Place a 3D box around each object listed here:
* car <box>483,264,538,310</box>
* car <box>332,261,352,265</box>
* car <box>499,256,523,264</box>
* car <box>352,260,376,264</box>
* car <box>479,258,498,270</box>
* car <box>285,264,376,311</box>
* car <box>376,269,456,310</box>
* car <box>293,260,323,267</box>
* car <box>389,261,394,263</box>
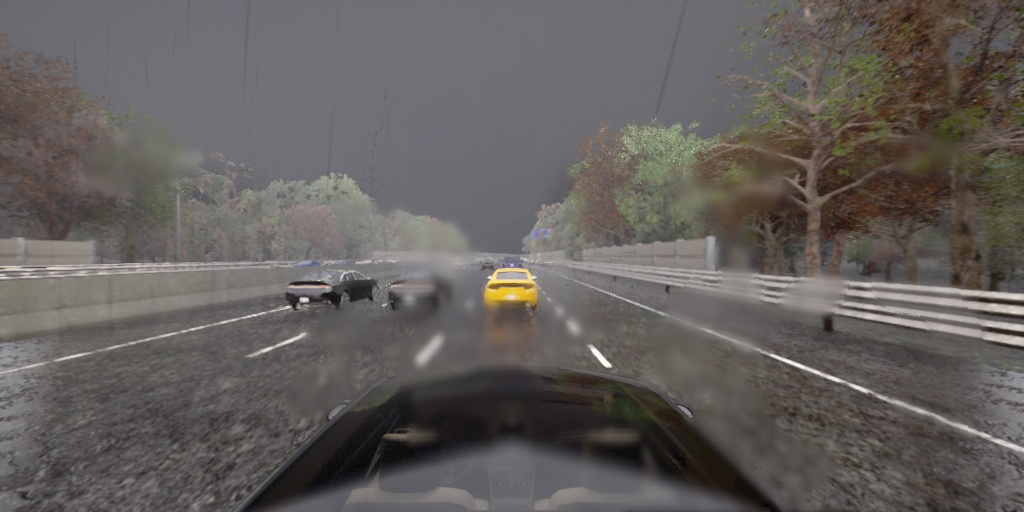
[{"bbox_3d":[0.002,1.251,14.816,1.882,1.535,5.008,0,0,0],"label":"car"},{"bbox_3d":[-24.521,1.391,52.175,2.033,1.411,5.357,0,0,1],"label":"car"},{"bbox_3d":[0.003,1.037,38.031,2.150,2.045,5.566,0,0,0],"label":"car"},{"bbox_3d":[-21.028,1.370,52.395,1.812,1.442,4.674,0,0,1],"label":"car"},{"bbox_3d":[-3.495,1.351,53.812,1.837,1.490,4.892,0,0,0],"label":"car"},{"bbox_3d":[-6.999,1.265,14.513,2.128,1.511,4.902,0,0,0],"label":"car"},{"bbox_3d":[-3.503,1.265,14.677,2.128,1.511,4.902,0,0,0],"label":"car"},{"bbox_3d":[-28.022,1.317,49.405,1.882,1.535,5.008,0,0,1],"label":"car"},{"bbox_3d":[-17.530,1.444,52.324,1.895,1.301,4.718,0,0,1],"label":"car"}]
